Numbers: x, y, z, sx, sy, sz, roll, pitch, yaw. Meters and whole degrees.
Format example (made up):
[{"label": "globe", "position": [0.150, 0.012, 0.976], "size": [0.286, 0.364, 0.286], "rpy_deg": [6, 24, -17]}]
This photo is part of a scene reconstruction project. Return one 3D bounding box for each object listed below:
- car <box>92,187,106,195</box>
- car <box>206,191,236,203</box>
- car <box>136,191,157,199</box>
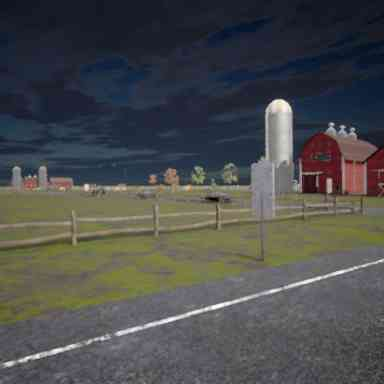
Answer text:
[{"label": "car", "position": [-25.514, -0.294, 91.376], "size": [2.150, 2.045, 5.566], "rpy_deg": [-2, 2, -36]}, {"label": "car", "position": [3.895, 0.697, 45.443], "size": [1.882, 1.535, 5.008], "rpy_deg": [-2, 2, -35]}, {"label": "car", "position": [-8.713, 0.550, 63.211], "size": [2.033, 1.411, 5.357], "rpy_deg": [-2, 2, -36]}]
